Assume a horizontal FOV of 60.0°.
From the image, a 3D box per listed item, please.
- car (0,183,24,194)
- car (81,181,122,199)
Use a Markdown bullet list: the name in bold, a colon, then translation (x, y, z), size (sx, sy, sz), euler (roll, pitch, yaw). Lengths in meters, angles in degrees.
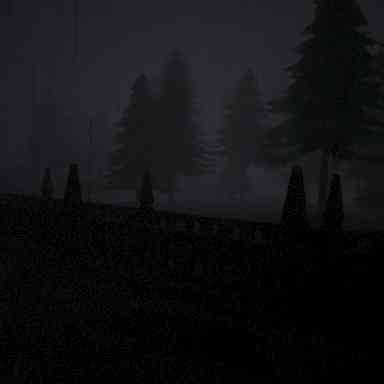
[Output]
- **car**: translation (-20.908, -0.217, 36.183), size (2.128, 1.511, 4.902), euler (4, 2, 37)
- **car**: translation (-11.541, -0.271, 42.541), size (2.150, 2.045, 5.566), euler (4, 2, 37)
